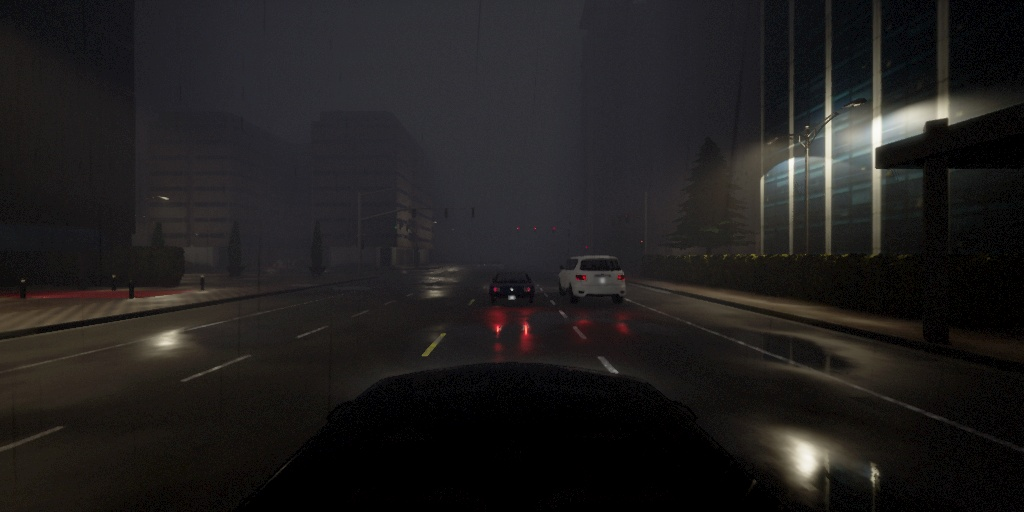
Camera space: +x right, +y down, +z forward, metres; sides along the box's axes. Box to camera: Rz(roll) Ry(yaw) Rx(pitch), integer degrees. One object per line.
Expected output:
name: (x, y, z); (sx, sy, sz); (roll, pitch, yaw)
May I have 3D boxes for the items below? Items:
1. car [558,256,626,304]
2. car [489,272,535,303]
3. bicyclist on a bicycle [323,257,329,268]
car: (3.500, 1.007, 16.530); (2.150, 2.045, 5.566); (0, 0, 0)
car: (0.000, 1.365, 16.530); (1.895, 1.301, 4.718); (0, 0, 0)
bicyclist on a bicycle: (-28.634, 1.049, 55.239); (0.582, 1.620, 1.656); (0, 0, 1)
